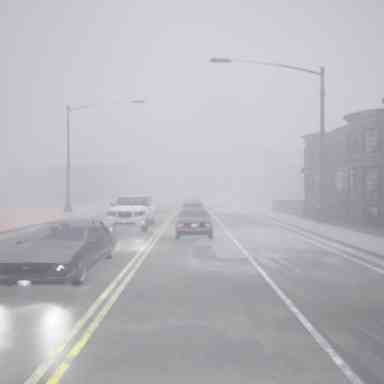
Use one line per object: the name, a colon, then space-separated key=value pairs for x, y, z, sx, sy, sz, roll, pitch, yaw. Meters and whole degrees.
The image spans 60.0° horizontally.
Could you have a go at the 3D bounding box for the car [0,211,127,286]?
car: x=-3.501 y=1.506 z=9.605 sx=2.033 sy=1.411 sz=5.357 roll=0 pitch=0 yaw=0

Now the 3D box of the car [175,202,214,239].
car: x=0.098 y=1.476 z=16.935 sx=2.033 sy=1.411 sz=5.357 roll=0 pitch=0 yaw=0

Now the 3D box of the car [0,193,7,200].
car: x=-45.119 y=1.076 z=82.463 sx=5.027 sy=1.636 sz=2.152 roll=0 pitch=0 yaw=-1

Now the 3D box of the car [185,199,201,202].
car: x=0.074 y=1.350 z=30.302 sx=1.882 sy=1.535 sz=5.008 roll=0 pitch=0 yaw=0

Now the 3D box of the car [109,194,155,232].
car: x=-3.502 y=1.137 z=19.966 sx=2.150 sy=2.045 sz=5.566 roll=0 pitch=0 yaw=0
